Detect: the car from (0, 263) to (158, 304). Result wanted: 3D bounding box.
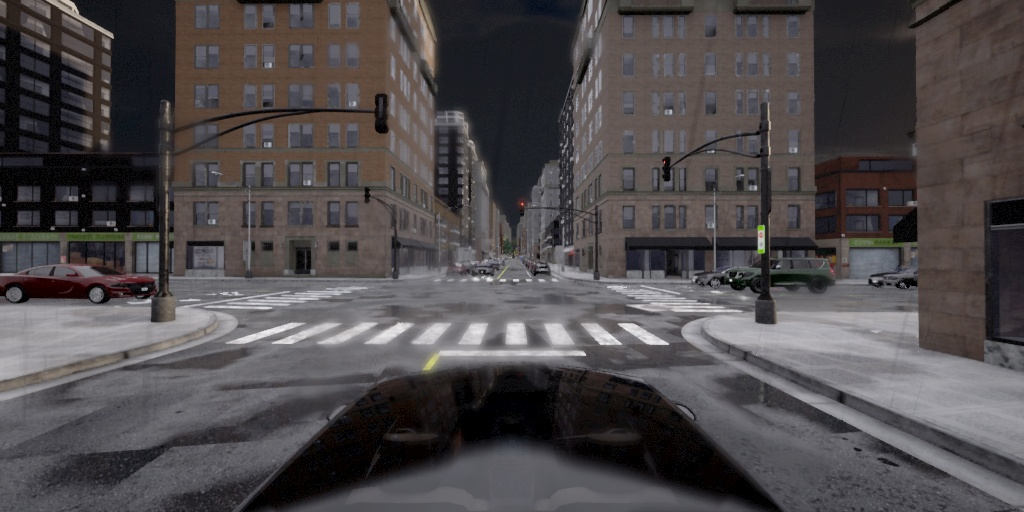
[{"bbox_3d":[-17.440,1.062,14.552,5.008,1.535,1.882,0,-1,-1],"label":"car"}]

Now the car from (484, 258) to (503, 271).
[{"bbox_3d":[-2.637,1.299,48.618,2.033,1.411,5.357,0,0,1],"label":"car"}]

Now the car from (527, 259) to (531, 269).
[{"bbox_3d":[3.035,1.296,41.796,1.888,1.381,4.507,0,0,1],"label":"car"}]

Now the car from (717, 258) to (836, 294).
[{"bbox_3d":[15.615,1.104,21.045,5.566,2.045,2.150,0,-1,0],"label":"car"}]

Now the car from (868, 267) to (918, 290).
[{"bbox_3d":[27.020,1.481,24.218,4.902,1.511,2.128,0,-1,0],"label":"car"}]

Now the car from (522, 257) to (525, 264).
[{"bbox_3d":[3.306,1.314,63.918,1.948,1.339,4.313,0,0,1],"label":"car"}]

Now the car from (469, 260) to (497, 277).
[{"bbox_3d":[-2.776,1.317,35.232,1.994,1.385,4.181,0,0,0],"label":"car"}]

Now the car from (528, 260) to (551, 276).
[{"bbox_3d":[2.967,1.317,36.266,1.948,1.339,4.313,0,0,1],"label":"car"}]

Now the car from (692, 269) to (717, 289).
[{"bbox_3d":[14.826,1.401,24.292,4.902,1.511,2.128,0,-1,2],"label":"car"}]

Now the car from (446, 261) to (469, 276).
[{"bbox_3d":[-5.559,1.335,36.367,1.802,1.307,4.207,0,0,1],"label":"car"}]

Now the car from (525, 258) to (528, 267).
[{"bbox_3d":[3.102,1.301,47.327,2.007,1.370,4.403,0,0,1],"label":"car"}]
